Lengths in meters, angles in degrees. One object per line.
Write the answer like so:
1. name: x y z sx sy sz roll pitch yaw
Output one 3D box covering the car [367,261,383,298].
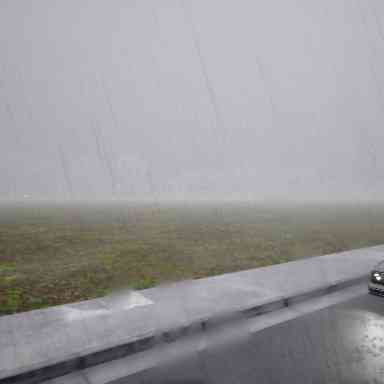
1. car: 6.069 1.547 7.378 5.357 1.411 2.033 0 0 -35
